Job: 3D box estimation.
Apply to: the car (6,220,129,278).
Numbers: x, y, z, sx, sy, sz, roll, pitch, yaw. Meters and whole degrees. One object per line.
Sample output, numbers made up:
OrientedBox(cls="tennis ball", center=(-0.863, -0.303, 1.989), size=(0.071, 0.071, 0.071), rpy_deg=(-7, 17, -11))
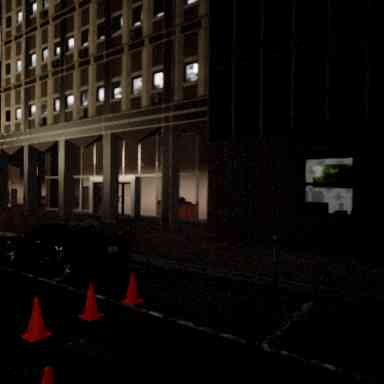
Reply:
OrientedBox(cls="car", center=(-3.692, 1.471, 9.706), size=(4.313, 1.339, 1.947), rpy_deg=(1, 0, 36))

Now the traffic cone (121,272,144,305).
OrientedBox(cls="traffic cone", center=(-1.199, 1.908, 6.702), size=(0.340, 0.580, 0.340), rpy_deg=(1, 0, 36))

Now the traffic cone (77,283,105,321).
OrientedBox(cls="traffic cone", center=(-1.786, 1.905, 5.893), size=(0.340, 0.580, 0.340), rpy_deg=(1, 0, 36))

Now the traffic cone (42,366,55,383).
OrientedBox(cls="traffic cone", center=(-1.342, 1.925, 3.100), size=(0.340, 0.580, 0.340), rpy_deg=(1, 0, 36))

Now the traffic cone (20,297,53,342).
OrientedBox(cls="traffic cone", center=(-2.373, 1.901, 5.084), size=(0.340, 0.580, 0.340), rpy_deg=(1, 0, 36))
